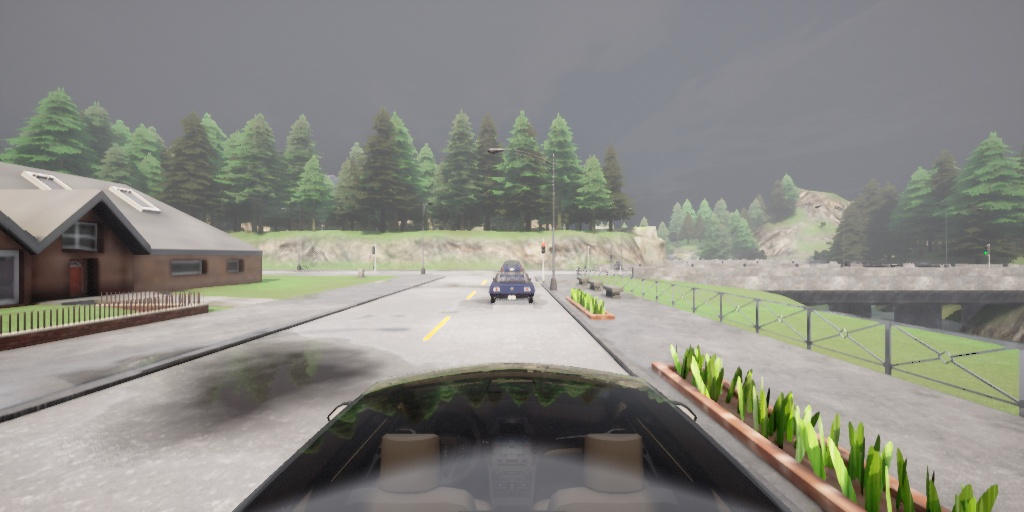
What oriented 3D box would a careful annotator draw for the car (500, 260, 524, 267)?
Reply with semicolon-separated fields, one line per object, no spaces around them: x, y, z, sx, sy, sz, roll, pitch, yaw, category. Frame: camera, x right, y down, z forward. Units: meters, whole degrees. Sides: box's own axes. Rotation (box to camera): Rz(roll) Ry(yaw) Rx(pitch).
0.000;1.114;31.470;2.097;1.767;4.553;0;0;0;car

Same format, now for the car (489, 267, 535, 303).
0.000;1.364;16.530;1.895;1.301;4.718;0;0;0;car

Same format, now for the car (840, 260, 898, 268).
40.350;1.265;40.894;4.892;1.490;1.837;0;0;0;car
